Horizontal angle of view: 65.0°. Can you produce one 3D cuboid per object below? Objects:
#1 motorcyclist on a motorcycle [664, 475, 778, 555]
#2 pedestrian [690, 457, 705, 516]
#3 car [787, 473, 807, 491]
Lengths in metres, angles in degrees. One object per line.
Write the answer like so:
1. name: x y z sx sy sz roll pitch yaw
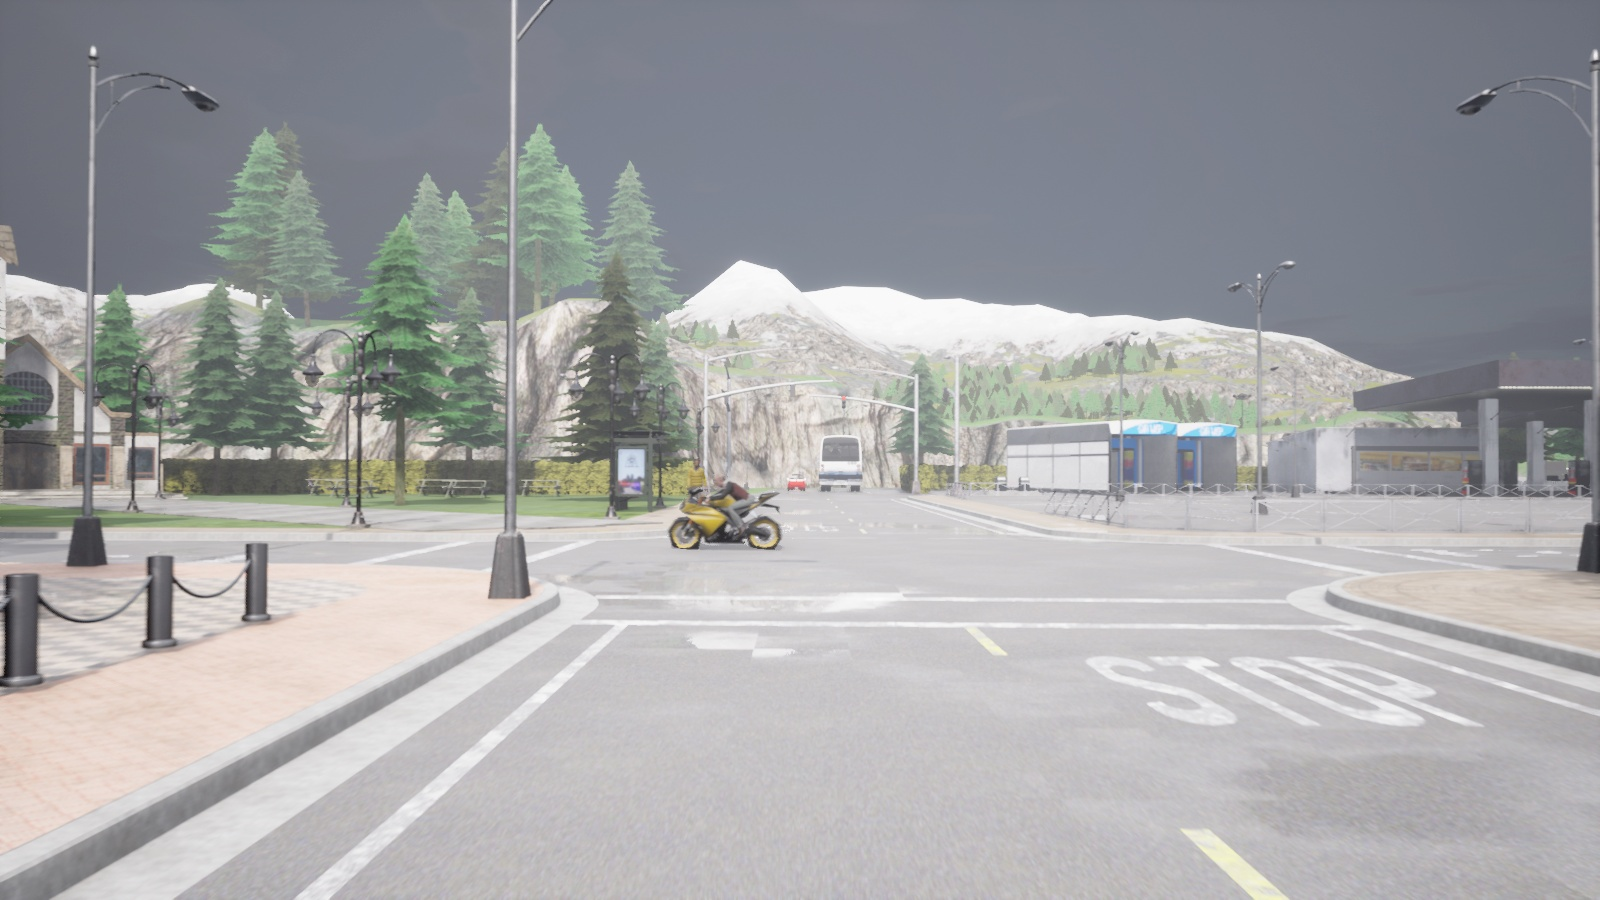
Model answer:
1. motorcyclist on a motorcycle: -1.542 1.265 24.761 2.191 1.530 0.866 0 -1 0
2. pedestrian: -3.217 1.141 39.310 0.431 1.840 0.709 0 -1 -2
3. car: -0.240 2.486 96.523 1.481 1.376 2.207 0 -1 0
